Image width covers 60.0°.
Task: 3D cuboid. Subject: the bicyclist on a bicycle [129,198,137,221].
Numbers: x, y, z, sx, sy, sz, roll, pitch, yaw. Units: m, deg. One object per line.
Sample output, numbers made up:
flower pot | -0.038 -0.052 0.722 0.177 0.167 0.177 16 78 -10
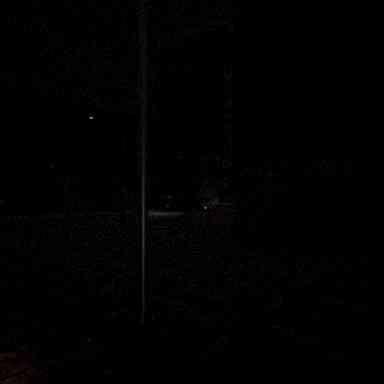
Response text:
bicyclist on a bicycle | -3.876 1.271 23.620 1.656 1.620 0.582 0 0 35

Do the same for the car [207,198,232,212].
car | 2.823 1.461 38.059 1.812 1.442 4.674 0 0 35

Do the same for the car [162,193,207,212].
car | -0.984 1.152 37.783 2.150 2.045 5.566 0 0 35
